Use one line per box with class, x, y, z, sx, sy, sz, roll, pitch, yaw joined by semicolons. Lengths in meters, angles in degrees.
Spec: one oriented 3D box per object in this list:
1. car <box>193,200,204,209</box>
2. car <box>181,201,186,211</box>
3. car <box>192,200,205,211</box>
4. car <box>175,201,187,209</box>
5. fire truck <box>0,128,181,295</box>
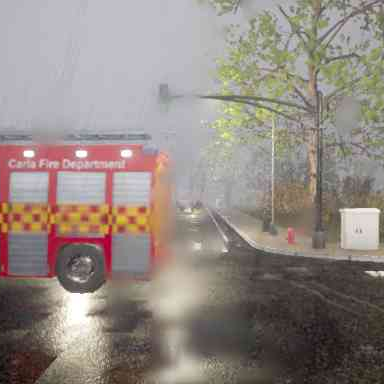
car;1.194;2.320;61.642;1.837;1.490;4.892;0;-1;1
car;-2.302;2.145;51.304;1.882;1.535;5.008;0;-1;1
car;0.947;2.181;51.226;1.837;1.490;4.892;0;-1;1
car;-2.055;2.407;61.747;1.895;1.301;4.718;0;-1;1
fire truck;-4.762;0.394;8.892;8.468;3.827;2.891;0;-1;4
